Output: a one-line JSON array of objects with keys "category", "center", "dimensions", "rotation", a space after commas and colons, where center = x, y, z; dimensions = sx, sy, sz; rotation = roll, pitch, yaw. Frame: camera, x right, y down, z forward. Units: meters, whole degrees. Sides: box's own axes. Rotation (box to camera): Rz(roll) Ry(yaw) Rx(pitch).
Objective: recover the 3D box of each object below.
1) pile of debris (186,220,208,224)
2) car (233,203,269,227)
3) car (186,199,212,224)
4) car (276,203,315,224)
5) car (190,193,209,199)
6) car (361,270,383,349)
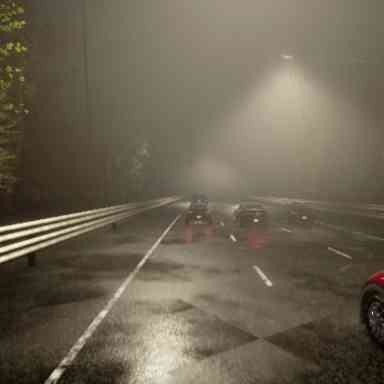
[{"category": "pile of debris", "center": [0.387, 2.163, 23.854], "dimensions": [1.500, 0.140, 1.860], "rotation": [0, 0, 1]}, {"category": "car", "center": [3.976, 1.494, 22.849], "dimensions": [1.837, 1.490, 4.892], "rotation": [0, 0, 1]}, {"category": "car", "center": [0.504, 1.512, 24.655], "dimensions": [1.812, 1.442, 4.674], "rotation": [0, 0, 1]}, {"category": "car", "center": [7.493, 1.514, 24.329], "dimensions": [1.812, 1.442, 4.674], "rotation": [0, 0, 1]}, {"category": "car", "center": [0.953, 1.196, 42.729], "dimensions": [2.150, 2.045, 5.566], "rotation": [0, 0, 2]}, {"category": "car", "center": [3.687, 1.351, 3.378], "dimensions": [2.097, 1.767, 4.553], "rotation": [0, 0, 1]}]
